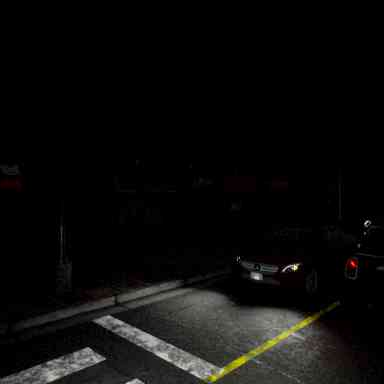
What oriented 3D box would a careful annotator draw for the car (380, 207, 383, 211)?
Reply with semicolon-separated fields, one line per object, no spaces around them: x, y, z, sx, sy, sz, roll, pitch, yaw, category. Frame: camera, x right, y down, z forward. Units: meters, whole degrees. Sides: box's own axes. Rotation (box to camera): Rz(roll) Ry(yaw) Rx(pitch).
9.803;1.433;15.797;2.097;1.767;4.553;-1;-1;45;car

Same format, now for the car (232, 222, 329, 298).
2.986;1.572;8.920;1.812;1.442;4.674;0;-1;43;car

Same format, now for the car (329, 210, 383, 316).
4.772;1.379;6.673;2.097;1.767;4.553;-1;-1;45;car
